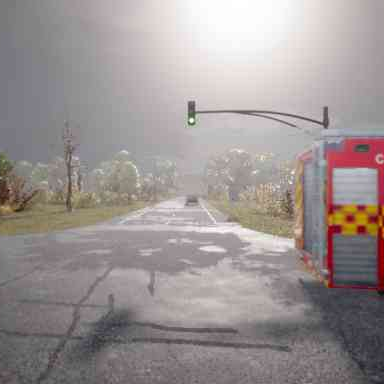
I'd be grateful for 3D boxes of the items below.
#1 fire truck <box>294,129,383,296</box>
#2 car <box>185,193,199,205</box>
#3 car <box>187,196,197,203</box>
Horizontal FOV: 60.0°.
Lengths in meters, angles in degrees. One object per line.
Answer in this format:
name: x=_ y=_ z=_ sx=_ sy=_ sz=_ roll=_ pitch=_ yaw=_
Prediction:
fire truck: x=6.861 y=0.450 z=7.622 sx=8.468 sy=3.827 sz=2.891 roll=1 pitch=-1 yaw=4
car: x=0.013 y=1.271 z=59.234 sx=2.150 sy=2.045 sz=5.566 roll=0 pitch=0 yaw=0
car: x=0.015 y=1.546 z=69.623 sx=1.882 sy=1.535 sz=5.008 roll=0 pitch=0 yaw=0
